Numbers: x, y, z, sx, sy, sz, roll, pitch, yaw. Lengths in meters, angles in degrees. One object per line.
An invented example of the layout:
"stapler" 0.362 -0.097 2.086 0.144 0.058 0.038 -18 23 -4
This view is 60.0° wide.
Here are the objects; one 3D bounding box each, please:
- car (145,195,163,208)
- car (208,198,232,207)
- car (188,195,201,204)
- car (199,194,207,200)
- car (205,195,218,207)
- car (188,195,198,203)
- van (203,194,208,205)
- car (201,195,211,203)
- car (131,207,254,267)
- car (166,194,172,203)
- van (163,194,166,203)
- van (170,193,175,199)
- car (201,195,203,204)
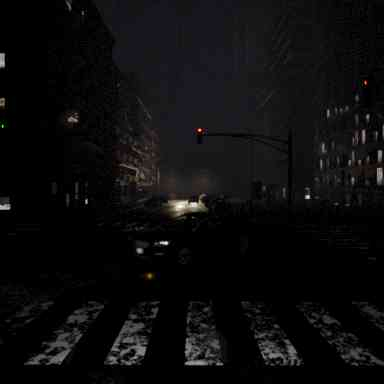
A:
"car" -5.566 1.520 46.910 1.947 1.339 4.313 -1 0 0
"car" 2.731 1.522 29.981 1.887 1.381 4.507 -1 0 0
"car" 0.276 1.434 60.899 1.837 1.490 4.892 0 0 0
"car" 2.932 1.313 86.439 1.967 1.590 4.097 -1 0 0
"car" 2.746 1.410 35.626 1.967 1.590 4.097 -1 0 0
"car" 0.231 1.427 71.100 2.128 1.511 4.902 0 0 0
"van" 2.778 1.295 46.918 1.690 1.788 3.998 -1 0 0
"car" 2.852 1.353 69.501 1.967 1.590 4.097 -1 0 0
"car" 0.186 1.486 11.627 4.902 1.511 2.128 0 0 -44
"car" -5.517 1.470 63.847 1.887 1.381 4.507 -1 0 0
"van" -5.553 1.287 52.555 1.690 1.788 3.998 -1 0 0
"van" -5.487 1.242 75.141 1.690 1.788 3.998 -1 0 0
"car" 2.797 1.490 52.564 1.887 1.381 4.507 -1 0 0
